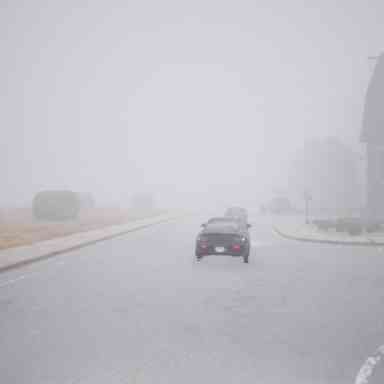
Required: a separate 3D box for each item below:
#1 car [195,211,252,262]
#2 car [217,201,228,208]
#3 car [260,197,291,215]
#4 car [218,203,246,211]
[{"bbox_3d":[1.276,1.665,12.742,1.812,1.442,4.674,-1,-1,10],"label":"car"},{"bbox_3d":[5.844,2.332,62.519,1.994,1.385,4.181,0,-1,10],"label":"car"},{"bbox_3d":[9.872,1.645,39.530,1.905,1.878,3.866,-6,1,-33],"label":"car"},{"bbox_3d":[3.476,1.873,26.205,2.033,1.411,5.357,0,-1,10],"label":"car"}]
